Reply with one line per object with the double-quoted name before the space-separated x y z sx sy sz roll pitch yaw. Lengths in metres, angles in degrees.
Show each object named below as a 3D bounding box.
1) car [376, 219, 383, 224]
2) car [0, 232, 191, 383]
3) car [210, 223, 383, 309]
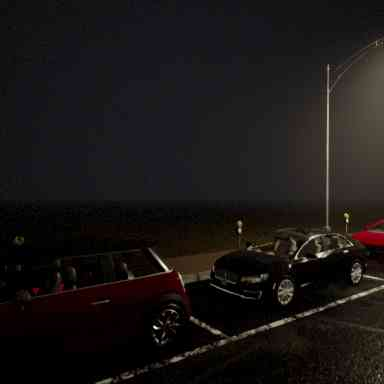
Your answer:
"car" 6.921 1.546 11.023 4.507 1.381 1.887 0 1 -35
"car" -2.094 1.440 4.593 4.097 1.590 1.967 0 1 -35
"car" 2.413 1.551 7.808 4.403 1.369 2.008 0 1 -35
